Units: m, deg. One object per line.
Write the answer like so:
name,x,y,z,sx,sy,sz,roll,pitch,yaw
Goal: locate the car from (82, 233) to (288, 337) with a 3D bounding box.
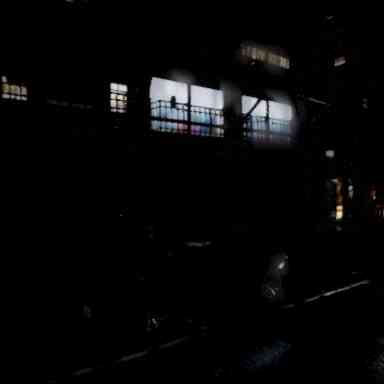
car,0.087,1.541,6.632,4.313,1.339,1.947,0,0,-35
